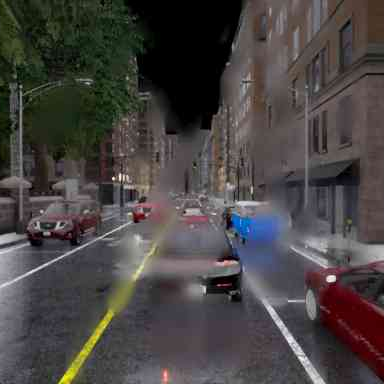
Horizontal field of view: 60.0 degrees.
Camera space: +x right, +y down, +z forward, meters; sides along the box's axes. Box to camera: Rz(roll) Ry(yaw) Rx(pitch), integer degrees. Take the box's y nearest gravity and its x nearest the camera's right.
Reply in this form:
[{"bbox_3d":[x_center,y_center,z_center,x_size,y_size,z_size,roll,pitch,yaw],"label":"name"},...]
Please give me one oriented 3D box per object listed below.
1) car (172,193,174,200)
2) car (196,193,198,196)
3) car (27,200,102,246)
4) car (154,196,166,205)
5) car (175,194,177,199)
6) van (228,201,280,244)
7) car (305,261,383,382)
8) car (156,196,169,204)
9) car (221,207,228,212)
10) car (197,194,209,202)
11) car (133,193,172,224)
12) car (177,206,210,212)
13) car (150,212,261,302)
[{"bbox_3d":[-5.675,1.491,75.544,1.887,1.381,4.507,0,0,0],"label":"car"},{"bbox_3d":[2.850,1.496,86.477,2.008,1.369,4.403,0,0,0],"label":"car"},{"bbox_3d":[-5.670,1.310,15.502,2.192,1.841,5.009,0,0,0],"label":"car"},{"bbox_3d":[-5.673,1.480,59.021,1.752,1.417,4.829,0,0,0],"label":"car"},{"bbox_3d":[-5.675,1.496,86.445,2.008,1.369,4.403,0,0,0],"label":"car"},{"bbox_3d":[2.854,1.336,15.543,1.690,1.788,3.998,0,0,0],"label":"van"},{"bbox_3d":[2.855,1.544,4.222,1.887,1.381,4.507,0,0,0],"label":"car"},{"bbox_3d":[-5.674,1.502,64.642,2.008,1.369,4.403,0,0,0],"label":"car"},{"bbox_3d":[2.855,1.557,21.203,1.947,1.339,4.313,0,0,0],"label":"car"},{"bbox_3d":[2.850,1.386,75.580,1.967,1.590,4.097,0,0,0],"label":"car"},{"bbox_3d":[-3.007,1.213,25.241,2.150,2.045,5.566,0,0,0],"label":"car"},{"bbox_3d":[0.102,1.519,18.850,1.812,1.442,4.674,0,0,0],"label":"car"},{"bbox_3d":[0.100,1.490,8.232,2.128,1.511,4.902,0,0,0],"label":"car"}]
